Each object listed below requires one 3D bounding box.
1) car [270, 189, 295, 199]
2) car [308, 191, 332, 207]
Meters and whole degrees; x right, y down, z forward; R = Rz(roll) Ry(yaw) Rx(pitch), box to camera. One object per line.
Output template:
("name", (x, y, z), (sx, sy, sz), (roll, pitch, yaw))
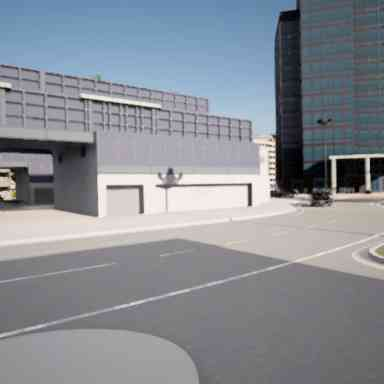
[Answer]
("car", (14.257, 0.322, 53.058), (1.837, 1.490, 4.892), (-1, 1, -24))
("car", (12.668, 0.682, 32.992), (1.837, 1.490, 4.892), (-1, 1, 18))
